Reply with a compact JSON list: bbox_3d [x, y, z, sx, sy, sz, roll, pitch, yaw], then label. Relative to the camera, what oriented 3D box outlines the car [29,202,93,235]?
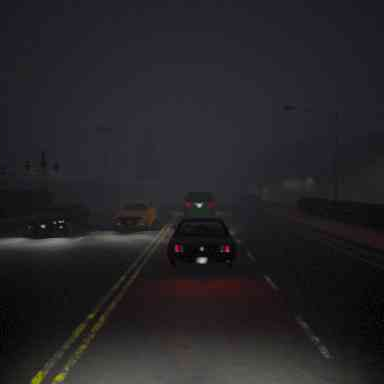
[{"bbox_3d":[-6.775,1.316,17.675,1.837,1.490,4.892,0,1,1],"label":"car"}]

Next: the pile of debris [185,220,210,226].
[{"bbox_3d":[0.368,1.956,21.086,1.500,0.140,1.860,0,1,1],"label":"pile of debris"}]

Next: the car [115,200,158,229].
[{"bbox_3d":[-3.223,1.268,19.908,1.882,1.535,5.008,0,1,1],"label":"car"}]

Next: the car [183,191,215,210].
[{"bbox_3d":[0.525,0.970,24.148,2.150,2.045,5.566,0,1,1],"label":"car"}]

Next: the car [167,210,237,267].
[{"bbox_3d":[0.297,1.486,10.932,1.895,1.301,4.718,0,1,1],"label":"car"}]
